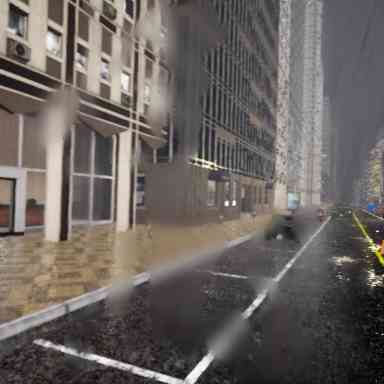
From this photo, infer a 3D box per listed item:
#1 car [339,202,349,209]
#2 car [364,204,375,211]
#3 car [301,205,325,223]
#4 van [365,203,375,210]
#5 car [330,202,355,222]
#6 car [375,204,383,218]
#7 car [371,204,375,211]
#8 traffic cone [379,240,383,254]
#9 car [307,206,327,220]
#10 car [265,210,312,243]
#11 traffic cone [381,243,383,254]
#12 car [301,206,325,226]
[{"bbox_3d":[38.649,3.441,84.679,2.097,1.767,4.553,1,-1,25],"label":"car"},{"bbox_3d":[43.525,3.774,81.676,1.947,1.339,4.313,1,-1,25],"label":"car"},{"bbox_3d":[12.364,2.166,33.851,1.967,1.590,4.097,2,-1,25],"label":"car"},{"bbox_3d":[41.176,3.419,76.545,1.690,1.788,3.998,1,-1,25],"label":"van"},{"bbox_3d":[16.509,2.106,36.574,2.150,2.045,5.566,1,-1,25],"label":"car"},{"bbox_3d":[27.047,2.620,45.750,2.192,1.841,5.009,2,-1,25],"label":"car"},{"bbox_3d":[31.748,3.141,56.013,1.802,1.307,4.206,2,-1,25],"label":"car"},{"bbox_3d":[8.214,2.352,14.254,0.340,0.580,0.340,2,-1,25],"label":"traffic cone"},{"bbox_3d":[14.645,2.374,38.827,1.752,1.417,4.829,2,-1,25],"label":"car"},{"bbox_3d":[5.294,1.915,18.451,1.947,1.339,4.313,2,-1,25],"label":"car"},{"bbox_3d":[7.381,2.308,12.437,0.340,0.580,0.340,1,-1,25],"label":"traffic cone"},{"bbox_3d":[10.005,2.150,28.716,2.008,1.369,4.403,2,-1,25],"label":"car"}]
